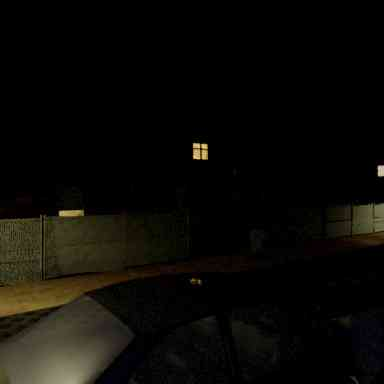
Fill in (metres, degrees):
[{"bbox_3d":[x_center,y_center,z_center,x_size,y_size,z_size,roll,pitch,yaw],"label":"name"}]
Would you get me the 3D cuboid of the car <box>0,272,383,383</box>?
[{"bbox_3d":[-0.245,1.547,2.896,5.357,1.411,2.033,0,0,-36],"label":"car"}]
